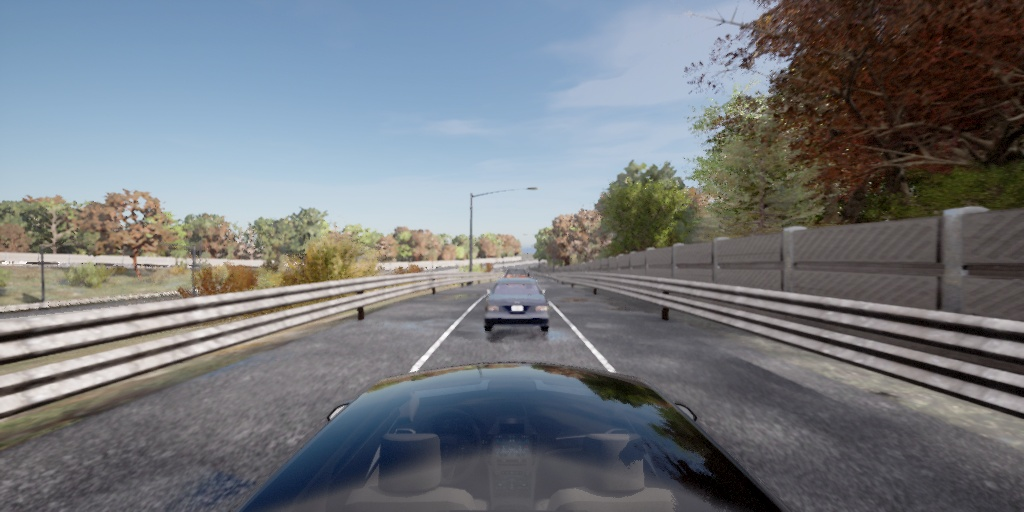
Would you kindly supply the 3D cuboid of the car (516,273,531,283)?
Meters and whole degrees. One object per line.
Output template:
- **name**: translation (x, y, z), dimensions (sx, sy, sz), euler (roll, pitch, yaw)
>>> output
- **car**: translation (1.588, 3.035, 49.051), dimensions (1.895, 1.301, 4.718), euler (0, -3, 4)

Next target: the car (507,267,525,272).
- **car**: translation (0.394, 1.821, 29.341), dimensions (2.097, 1.767, 4.553), euler (0, -3, 2)

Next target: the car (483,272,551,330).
- **car**: translation (0.134, 1.390, 11.364), dimensions (2.033, 1.411, 5.357), euler (0, -1, 0)
